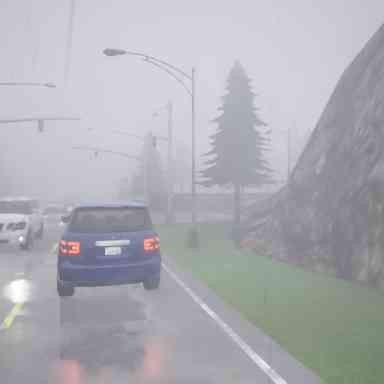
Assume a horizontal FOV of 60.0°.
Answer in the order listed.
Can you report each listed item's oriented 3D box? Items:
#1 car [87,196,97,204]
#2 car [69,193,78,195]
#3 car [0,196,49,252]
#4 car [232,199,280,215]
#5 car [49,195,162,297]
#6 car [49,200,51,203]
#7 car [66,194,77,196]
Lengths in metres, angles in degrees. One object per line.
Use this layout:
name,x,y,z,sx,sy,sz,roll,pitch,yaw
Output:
car,-19.446,1.526,64.551,1.812,1.442,4.674,0,0,-17
car,-23.381,1.219,65.438,2.150,2.045,5.566,0,0,-17
car,-7.652,1.221,13.963,2.150,2.045,5.566,0,0,-17
car,6.403,1.505,33.334,4.892,1.490,1.837,0,0,-18
car,-2.280,1.221,8.946,2.150,2.045,5.566,0,0,-17
car,-14.333,1.526,35.091,1.812,1.442,4.674,0,0,-14
car,-18.821,1.492,50.311,2.128,1.511,4.902,0,0,-17
